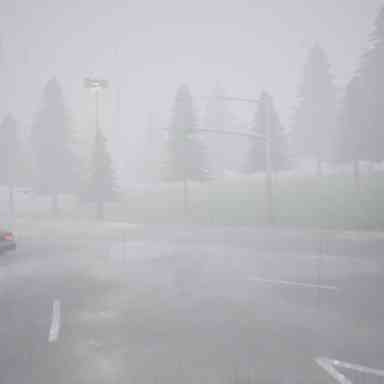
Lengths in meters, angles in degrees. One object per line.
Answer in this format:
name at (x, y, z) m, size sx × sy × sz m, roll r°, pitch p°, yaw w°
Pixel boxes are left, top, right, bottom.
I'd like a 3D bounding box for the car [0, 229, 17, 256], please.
car at (-8.930, 1.769, 12.912) m, size 5.357 × 1.411 × 2.033 m, roll -1°, pitch 0°, yaw 36°
